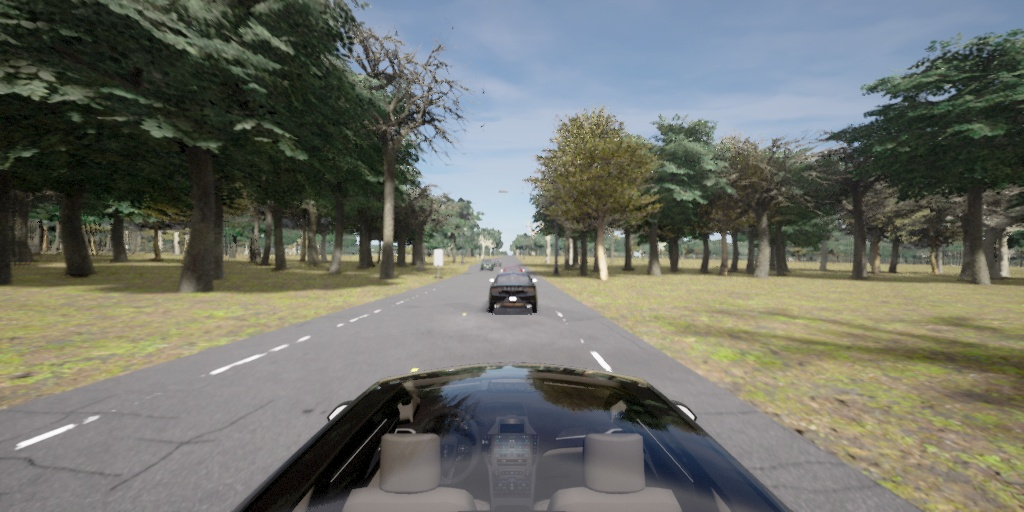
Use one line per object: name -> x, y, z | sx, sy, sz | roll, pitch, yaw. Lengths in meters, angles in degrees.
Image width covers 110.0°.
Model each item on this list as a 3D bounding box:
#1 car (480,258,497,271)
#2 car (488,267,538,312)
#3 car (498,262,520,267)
car -> -4.130, 1.440, 59.915 | 2.150, 2.045, 5.566 | 0, 0, -4
car -> 0.058, 1.402, 15.297 | 1.882, 1.535, 5.008 | 0, 0, 0
car -> 0.061, 1.561, 30.273 | 1.882, 1.535, 5.008 | 0, 0, 1
